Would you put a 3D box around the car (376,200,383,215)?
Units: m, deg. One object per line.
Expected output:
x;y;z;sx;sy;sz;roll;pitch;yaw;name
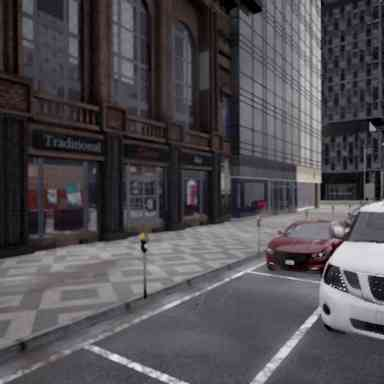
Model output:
19.871;1.513;33.477;1.947;1.339;4.313;0;0;35;car

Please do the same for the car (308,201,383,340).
4.112;1.216;6.271;2.150;2.045;5.566;0;0;35;car

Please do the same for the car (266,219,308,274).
3.760;1.538;10.277;1.887;1.381;4.507;0;0;35;car

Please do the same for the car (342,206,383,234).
10.205;1.561;19.556;1.802;1.307;4.206;0;0;35;car
